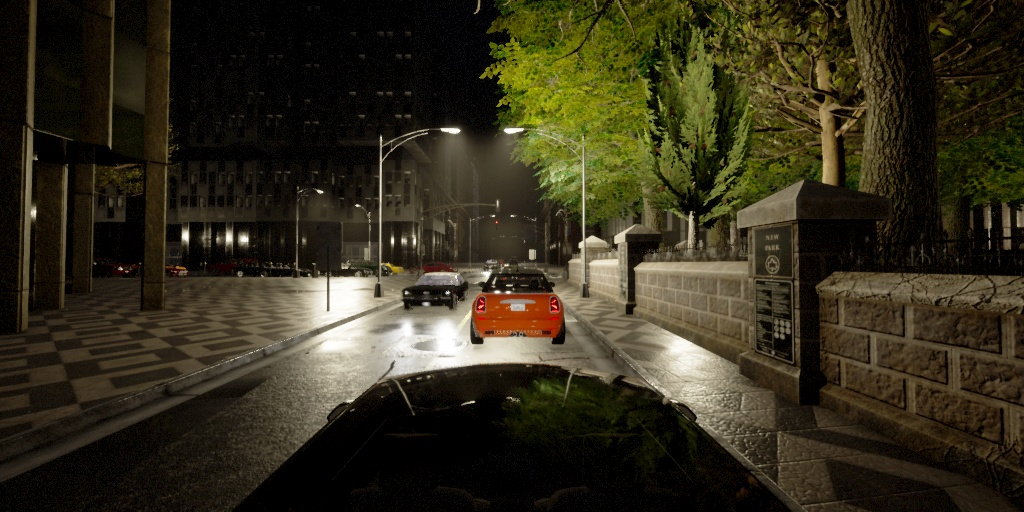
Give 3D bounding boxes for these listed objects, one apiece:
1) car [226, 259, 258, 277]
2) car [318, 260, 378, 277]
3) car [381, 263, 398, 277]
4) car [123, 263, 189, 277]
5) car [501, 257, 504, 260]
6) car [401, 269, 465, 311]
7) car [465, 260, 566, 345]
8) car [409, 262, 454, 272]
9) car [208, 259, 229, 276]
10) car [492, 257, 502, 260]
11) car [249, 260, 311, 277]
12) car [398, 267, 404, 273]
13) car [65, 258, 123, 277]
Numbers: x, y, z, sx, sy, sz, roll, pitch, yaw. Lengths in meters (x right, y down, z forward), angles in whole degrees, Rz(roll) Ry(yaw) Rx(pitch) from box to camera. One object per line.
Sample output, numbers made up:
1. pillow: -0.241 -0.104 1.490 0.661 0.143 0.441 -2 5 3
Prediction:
1. car: -23.883 1.292 34.256 4.892 1.490 1.837 0 -1 0
2. car: -14.507 1.267 31.483 4.403 1.370 2.007 0 0 1
3. car: -13.738 1.126 34.156 4.553 1.767 2.097 0 -1 0
4. car: -31.045 1.321 31.649 4.207 1.307 1.802 0 0 1
5. car: -2.811 1.370 61.145 1.837 1.490 4.892 0 0 1
6. car: -2.946 1.360 14.590 1.895 1.301 4.718 0 0 0
7. car: 0.129 1.107 9.707 2.097 1.767 4.553 0 0 0
8. car: -8.295 1.371 37.290 4.674 1.442 1.812 0 -1 1
9. car: -30.967 1.237 40.172 5.009 1.841 2.192 0 0 1
10. car: -2.874 1.326 50.770 2.128 1.511 4.902 0 0 0
11. car: -20.020 1.290 31.538 4.313 1.339 1.948 0 0 1
12. car: -14.600 1.426 40.008 4.829 1.417 1.751 0 0 1
13. car: -36.558 1.062 31.704 5.009 1.841 2.192 0 0 1
